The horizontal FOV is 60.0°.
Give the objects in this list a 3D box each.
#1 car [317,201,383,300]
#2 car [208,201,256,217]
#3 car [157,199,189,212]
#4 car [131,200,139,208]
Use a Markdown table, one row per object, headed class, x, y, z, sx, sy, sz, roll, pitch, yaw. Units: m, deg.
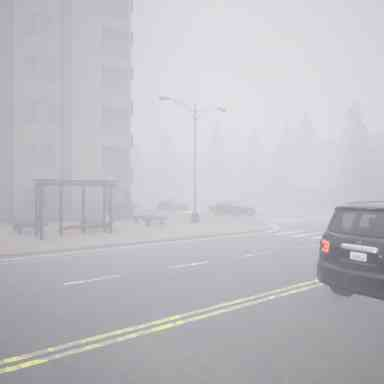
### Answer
| class | x | y | z | sx | sy | sz | roll | pitch | yaw |
| --- | --- | --- | --- | --- | --- | --- | --- | --- | --- |
| car | 5.098 | 1.221 | 7.384 | 5.566 | 2.045 | 2.150 | 0 | 0 | -35 |
| car | 3.673 | 1.545 | 30.884 | 1.895 | 1.301 | 4.718 | 0 | 0 | -36 |
| car | -2.275 | 1.509 | 38.797 | 1.994 | 1.385 | 4.181 | 0 | 0 | -39 |
| car | -9.430 | 1.448 | 45.597 | 4.892 | 1.490 | 1.837 | 0 | 0 | 32 |
